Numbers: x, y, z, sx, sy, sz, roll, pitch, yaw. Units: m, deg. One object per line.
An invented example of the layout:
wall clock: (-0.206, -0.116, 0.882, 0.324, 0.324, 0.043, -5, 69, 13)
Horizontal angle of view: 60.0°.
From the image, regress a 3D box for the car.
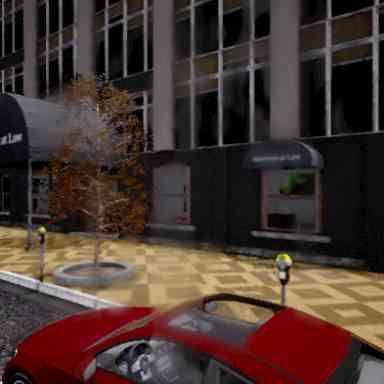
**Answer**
car: (0.100, 1.579, 2.803, 4.206, 1.307, 1.802, 0, 0, 35)
